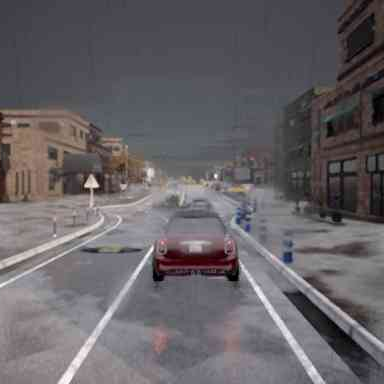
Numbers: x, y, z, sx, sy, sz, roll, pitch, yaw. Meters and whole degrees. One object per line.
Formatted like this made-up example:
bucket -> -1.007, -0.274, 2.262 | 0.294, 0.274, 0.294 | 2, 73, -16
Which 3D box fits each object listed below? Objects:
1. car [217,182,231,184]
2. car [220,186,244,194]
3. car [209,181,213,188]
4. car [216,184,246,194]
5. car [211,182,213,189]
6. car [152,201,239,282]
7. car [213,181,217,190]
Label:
car -> 7.981, -0.693, 70.061 | 4.553, 1.767, 2.185 | 0, 3, -1
car -> 8.053, -0.392, 67.318 | 4.674, 1.452, 2.002 | 0, 3, -1
car -> 7.758, -1.418, 89.338 | 5.008, 1.535, 2.097 | 0, 2, -1
car -> 7.901, -0.296, 64.559 | 5.366, 1.575, 1.946 | 0, 3, -1
car -> 7.834, -1.192, 83.832 | 4.892, 1.521, 2.231 | 0, 2, -1
car -> 0.083, 1.300, 9.783 | 2.097, 1.767, 4.553 | 0, 0, 0
car -> 8.005, -0.951, 72.808 | 5.566, 2.045, 2.435 | 0, 3, -1
